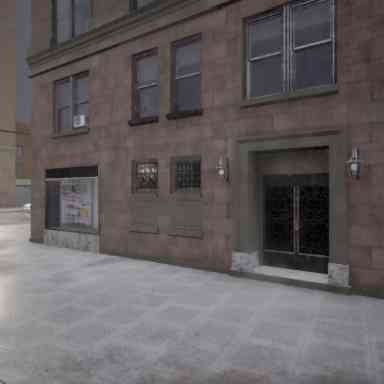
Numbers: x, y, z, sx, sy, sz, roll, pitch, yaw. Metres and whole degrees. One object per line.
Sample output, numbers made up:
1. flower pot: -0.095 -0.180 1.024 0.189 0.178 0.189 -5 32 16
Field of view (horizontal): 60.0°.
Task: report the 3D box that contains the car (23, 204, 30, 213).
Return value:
1. car: -15.702 1.439 35.851 1.812 1.442 4.674 0 0 35
